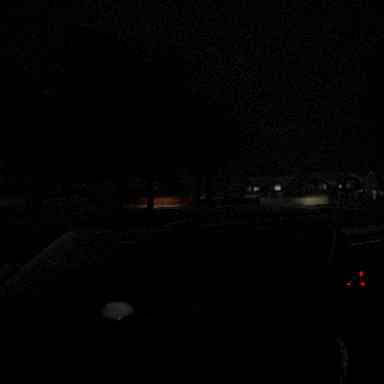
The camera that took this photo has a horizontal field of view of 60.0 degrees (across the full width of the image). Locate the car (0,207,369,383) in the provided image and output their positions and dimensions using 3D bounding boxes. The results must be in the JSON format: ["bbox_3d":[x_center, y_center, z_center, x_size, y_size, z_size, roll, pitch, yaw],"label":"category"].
[{"bbox_3d":[-0.427,1.228,3.379,5.566,2.045,2.150,0,0,-36],"label":"car"}]
